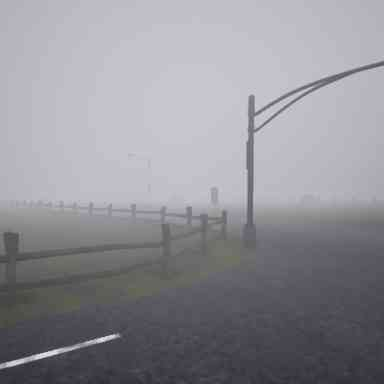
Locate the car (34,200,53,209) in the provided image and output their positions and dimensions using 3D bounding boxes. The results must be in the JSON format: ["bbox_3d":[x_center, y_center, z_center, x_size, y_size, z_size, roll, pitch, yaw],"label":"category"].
[{"bbox_3d":[-24.115,1.986,53.926,1.812,1.442,4.674,1,-1,-40],"label":"car"}]
